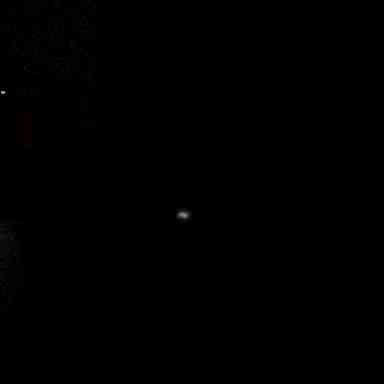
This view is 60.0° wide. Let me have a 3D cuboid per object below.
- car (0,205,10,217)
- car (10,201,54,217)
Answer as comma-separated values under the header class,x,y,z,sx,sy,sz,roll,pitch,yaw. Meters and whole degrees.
class,x,y,z,sx,sy,sz,roll,pitch,yaw
car,-16.753,1.604,24.953,1.895,1.301,4.718,-2,0,35
car,-15.980,1.562,31.728,2.033,1.411,5.357,-2,0,35
